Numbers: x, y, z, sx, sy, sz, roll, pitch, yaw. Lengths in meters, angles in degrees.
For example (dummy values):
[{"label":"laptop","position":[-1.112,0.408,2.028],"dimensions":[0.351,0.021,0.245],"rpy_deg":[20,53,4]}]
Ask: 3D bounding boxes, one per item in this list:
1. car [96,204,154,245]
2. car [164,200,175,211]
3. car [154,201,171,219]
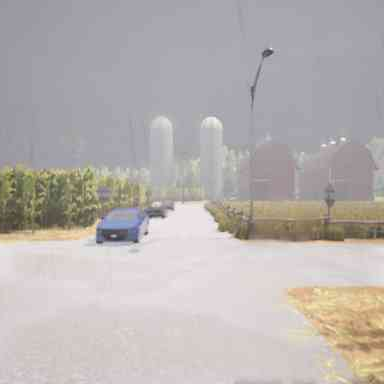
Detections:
[{"label":"car","position":[-3.235,1.528,16.260],"dimensions":[1.882,1.535,5.008],"rpy_deg":[0,1,0]},{"label":"car","position":[-3.283,1.828,45.310],"dimensions":[2.033,1.411,5.357],"rpy_deg":[0,0,0]},{"label":"car","position":[-3.267,1.761,30.386],"dimensions":[1.895,1.301,4.718],"rpy_deg":[0,-1,0]}]
